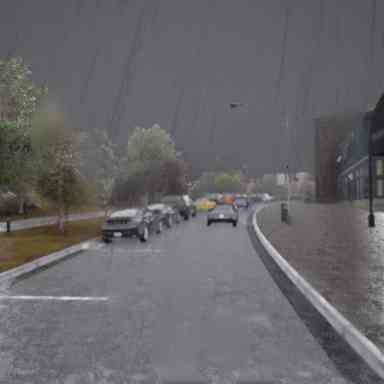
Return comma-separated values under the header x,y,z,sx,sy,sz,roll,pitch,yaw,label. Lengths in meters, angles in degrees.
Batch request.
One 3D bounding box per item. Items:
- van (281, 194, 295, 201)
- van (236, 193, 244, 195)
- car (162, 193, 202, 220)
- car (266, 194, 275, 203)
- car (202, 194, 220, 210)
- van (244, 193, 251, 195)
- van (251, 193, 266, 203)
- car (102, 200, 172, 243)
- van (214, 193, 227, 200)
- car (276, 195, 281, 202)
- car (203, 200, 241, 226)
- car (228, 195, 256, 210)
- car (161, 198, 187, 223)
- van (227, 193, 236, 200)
x,y,z,sx,sy,sz,roll,pitch,yaw,label
24.928,1.444,88.301,1.878,1.987,4.442,-2,0,33,van
6.548,1.218,53.908,1.878,1.987,4.442,-3,0,20,van
-1.079,1.157,26.958,2.435,2.045,5.566,-3,0,10,car
16.025,1.334,74.039,2.435,2.045,5.566,-2,0,27,car
1.419,1.396,38.019,1.946,1.575,5.366,-3,0,16,car
8.626,1.246,59.086,1.878,1.987,4.442,-3,0,21,van
13.407,1.320,69.199,1.878,1.987,4.442,-2,0,26,van
-2.707,1.438,15.862,2.231,1.521,4.892,-3,0,7,car
2.905,1.182,43.333,1.878,1.987,4.442,-3,0,14,van
18.849,1.659,78.829,2.002,1.452,4.674,-2,0,31,car
2.178,1.480,22.910,1.994,1.385,4.181,0,0,9,car
6.202,1.433,40.806,2.033,1.411,5.357,-1,0,16,car
-1.987,1.424,21.407,2.231,1.521,4.892,-3,0,8,car
4.636,1.196,48.653,1.878,1.987,4.442,-3,0,20,van
